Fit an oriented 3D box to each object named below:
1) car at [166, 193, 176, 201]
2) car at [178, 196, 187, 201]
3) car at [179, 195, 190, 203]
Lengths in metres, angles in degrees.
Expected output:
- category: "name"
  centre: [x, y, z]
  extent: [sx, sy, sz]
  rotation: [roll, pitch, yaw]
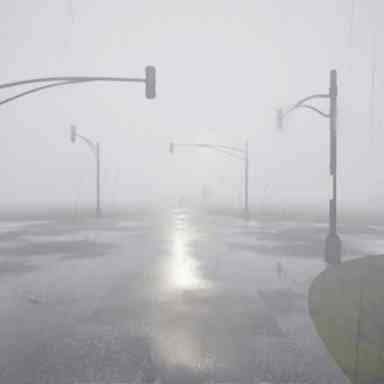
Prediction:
- category: "car"
  centre: [-4.622, 0.983, 74.096]
  extent: [2.097, 1.767, 4.553]
  rotation: [0, 0, -3]
- category: "car"
  centre: [-2.238, 1.526, 80.078]
  extent: [1.895, 1.301, 4.718]
  rotation: [0, 0, -4]
- category: "car"
  centre: [-1.634, 1.355, 70.004]
  extent: [2.097, 1.767, 4.553]
  rotation: [0, 0, -3]
